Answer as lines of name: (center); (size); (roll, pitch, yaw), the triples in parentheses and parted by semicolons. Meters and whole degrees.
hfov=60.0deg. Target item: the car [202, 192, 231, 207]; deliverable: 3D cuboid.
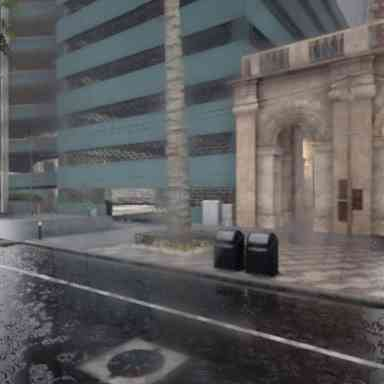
car: (3.504, 1.041, 27.559); (5.566, 2.045, 2.435); (0, 0, 36)
